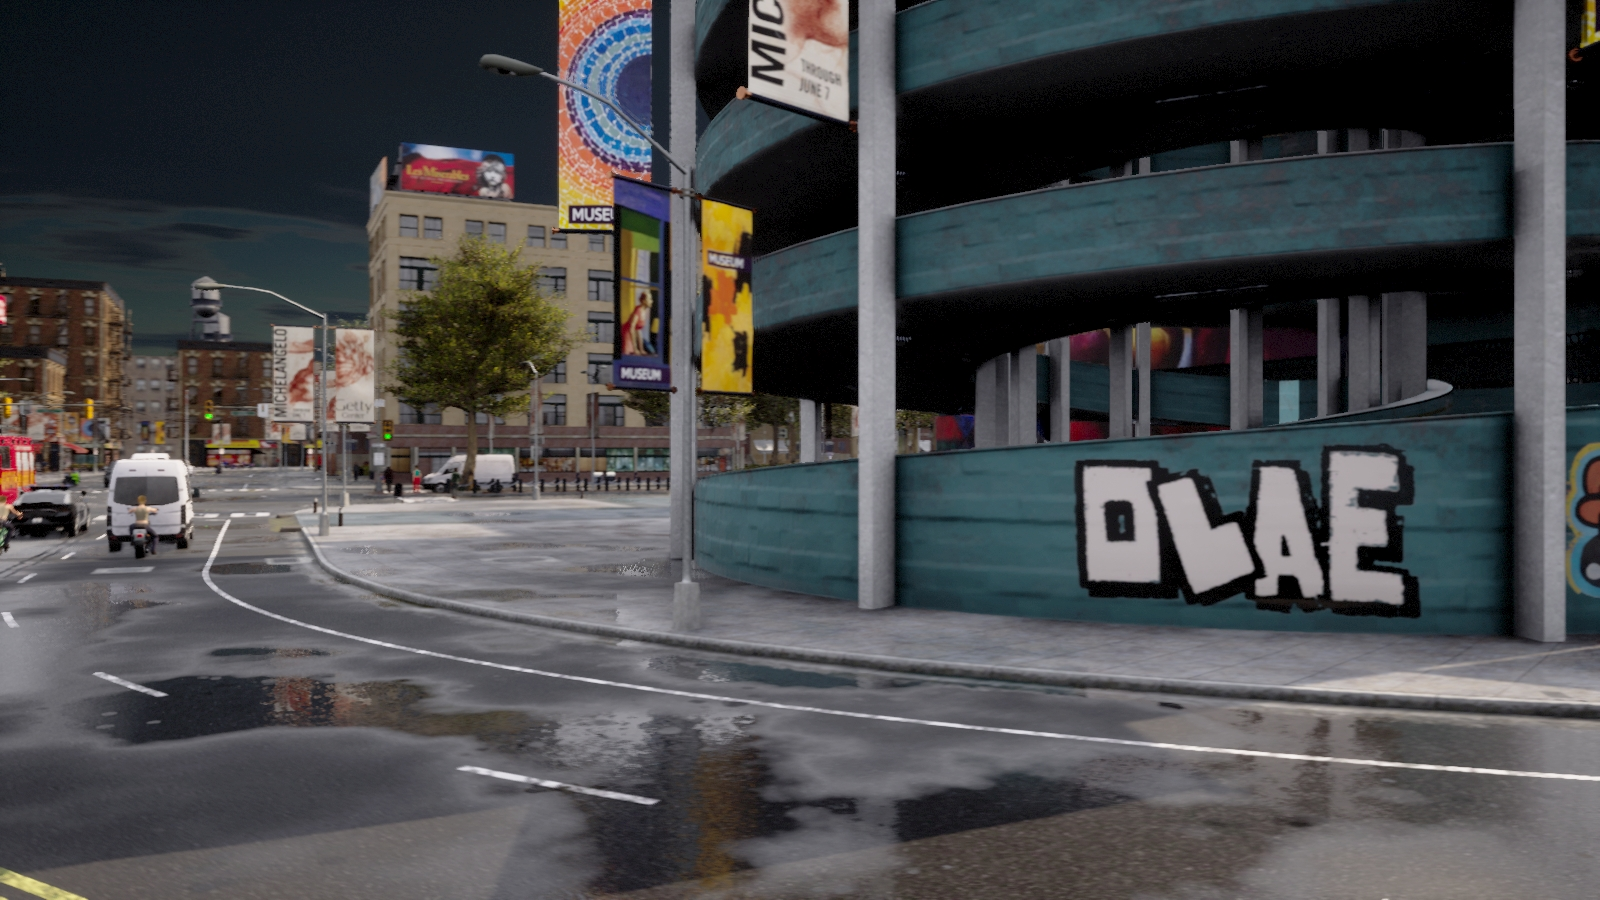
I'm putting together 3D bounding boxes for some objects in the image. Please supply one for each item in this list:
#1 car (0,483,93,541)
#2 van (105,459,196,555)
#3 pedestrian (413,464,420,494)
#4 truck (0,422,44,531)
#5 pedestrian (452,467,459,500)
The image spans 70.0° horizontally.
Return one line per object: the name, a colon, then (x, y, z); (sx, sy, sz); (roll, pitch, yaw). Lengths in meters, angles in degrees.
car: (-25.253, 2.011, 38.288); (2.097, 1.638, 5.238); (0, 0, -25)
van: (-19.274, 1.562, 34.121); (1.988, 2.561, 5.915); (0, 0, -26)
pedestrian: (-23.461, 1.765, 69.889); (0.375, 1.860, 0.375); (0, 0, -32)
truck: (-30.687, 0.921, 42.494); (2.891, 3.827, 8.468); (0, 0, -24)
pedestrian: (-19.530, 1.906, 64.750); (0.375, 1.860, 0.375); (0, 0, -24)
